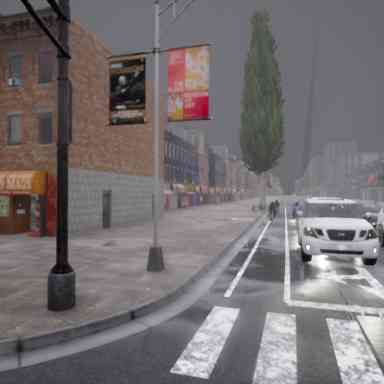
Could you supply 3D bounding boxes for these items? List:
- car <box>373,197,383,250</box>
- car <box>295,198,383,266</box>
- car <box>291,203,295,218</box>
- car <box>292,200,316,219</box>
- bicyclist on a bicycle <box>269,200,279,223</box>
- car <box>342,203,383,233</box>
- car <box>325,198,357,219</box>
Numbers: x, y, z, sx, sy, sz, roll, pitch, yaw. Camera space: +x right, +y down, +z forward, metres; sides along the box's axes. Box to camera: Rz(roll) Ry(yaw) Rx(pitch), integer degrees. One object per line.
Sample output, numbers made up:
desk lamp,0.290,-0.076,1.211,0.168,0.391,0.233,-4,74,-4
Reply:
car,8.389,1.263,11.969,2.150,2.045,5.566,0,0,16
car,5.092,1.249,12.259,2.150,2.045,5.566,0,0,16
car,7.724,1.541,21.650,2.128,1.511,4.902,0,0,16
car,10.281,1.550,30.791,1.882,1.535,5.008,0,0,16
bicyclist on a bicycle,6.032,1.500,24.980,0.582,1.620,1.656,0,0,18
car,11.000,1.568,21.284,1.837,1.490,4.892,0,0,16
car,13.639,1.438,30.728,2.097,1.767,4.553,0,0,16
